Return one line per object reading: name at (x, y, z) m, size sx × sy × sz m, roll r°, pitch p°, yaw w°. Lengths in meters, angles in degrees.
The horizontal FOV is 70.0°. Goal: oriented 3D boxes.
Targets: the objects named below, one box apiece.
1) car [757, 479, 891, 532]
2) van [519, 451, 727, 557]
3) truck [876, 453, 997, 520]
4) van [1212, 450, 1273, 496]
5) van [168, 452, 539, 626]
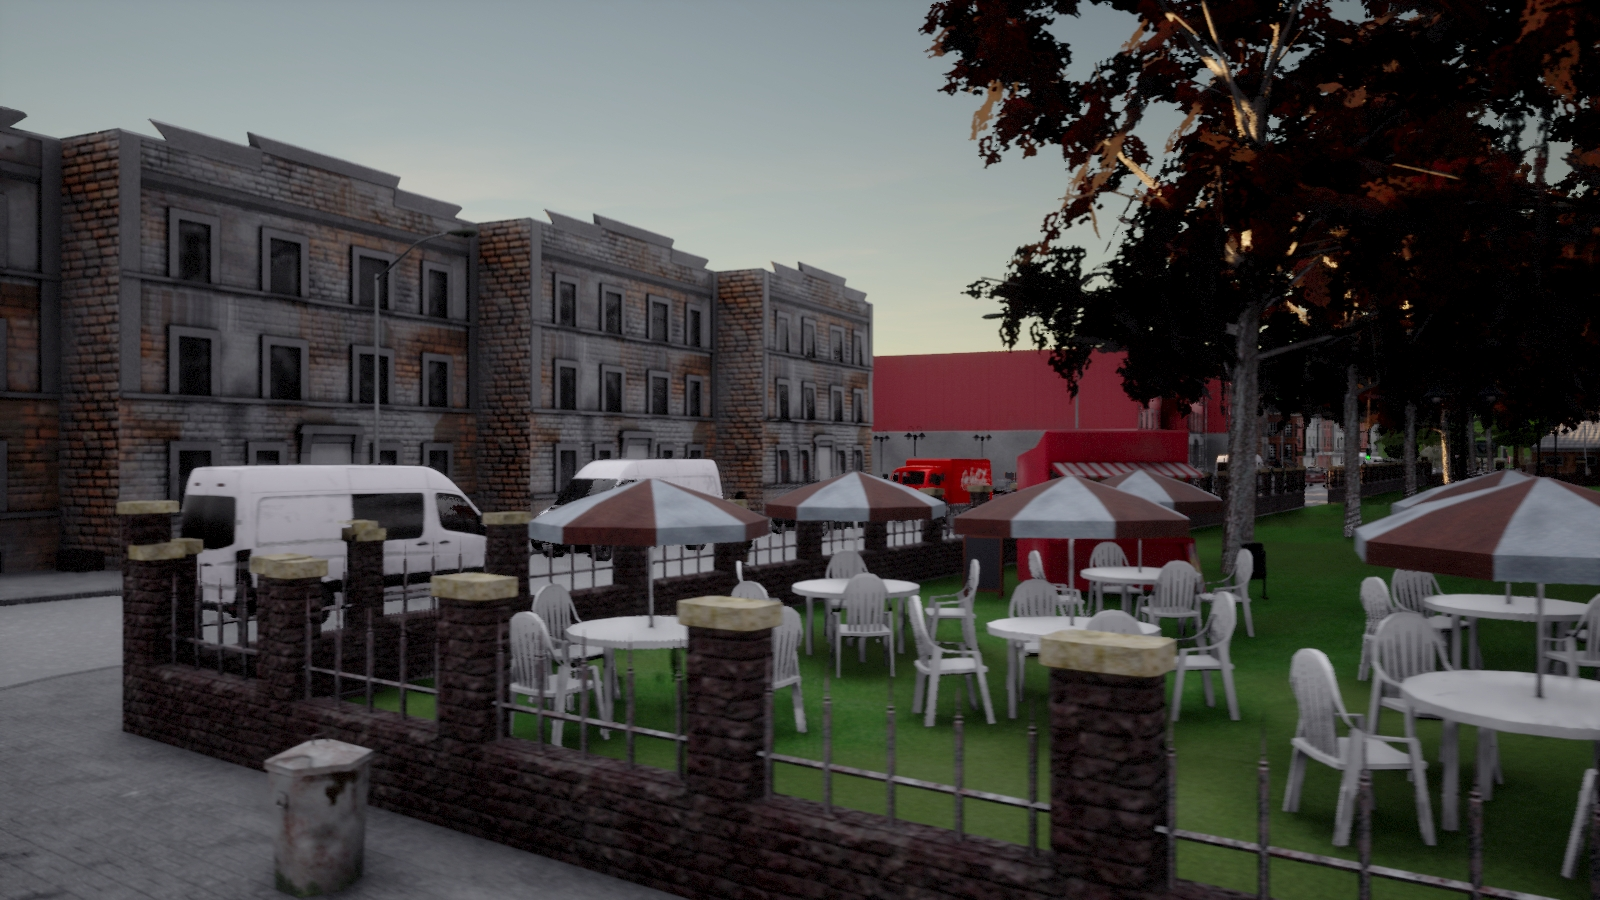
car at (0.885, 1.815, 38.575) m, size 2.097 × 1.535 × 5.006 m, roll 0°, pitch 0°, yaw 35°
van at (-4.597, 1.315, 30.734) m, size 1.988 × 2.561 × 5.915 m, roll 0°, pitch 0°, yaw 35°
truck at (5.464, 1.347, 45.112) m, size 2.627 × 2.467 × 5.204 m, roll 0°, pitch 0°, yaw 35°
van at (26.409, 1.316, 68.079) m, size 1.988 × 2.561 × 5.915 m, roll 0°, pitch 0°, yaw 35°
van at (-7.467, 1.315, 19.875) m, size 1.988 × 2.561 × 5.915 m, roll 0°, pitch 0°, yaw 35°
